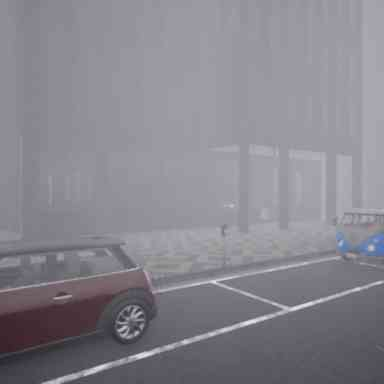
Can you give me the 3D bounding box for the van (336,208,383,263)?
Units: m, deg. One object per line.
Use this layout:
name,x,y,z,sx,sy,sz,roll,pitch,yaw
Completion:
van,6.559,1.437,11.317,3.998,1.788,1.690,1,-1,-35

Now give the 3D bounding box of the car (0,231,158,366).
car,-2.625,1.444,4.779,4.097,1.590,1.967,1,-1,-35
